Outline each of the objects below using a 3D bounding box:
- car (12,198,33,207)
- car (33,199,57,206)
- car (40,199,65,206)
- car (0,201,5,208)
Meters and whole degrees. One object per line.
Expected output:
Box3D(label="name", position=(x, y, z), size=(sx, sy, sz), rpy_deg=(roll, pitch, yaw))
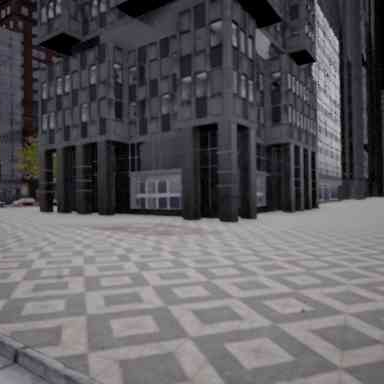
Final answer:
Box3D(label="car", position=(-30.767, 1.897, 60.975), size=(1.967, 1.590, 4.097), rpy_deg=(-1, 0, 35))
Box3D(label="car", position=(-23.755, 1.858, 56.126), size=(1.947, 1.339, 4.313), rpy_deg=(-1, -1, 35))
Box3D(label="car", position=(-27.560, 2.026, 65.614), size=(1.802, 1.307, 4.206), rpy_deg=(-1, -1, 35))
Box3D(label="car", position=(-33.969, 2.055, 56.334), size=(1.802, 1.307, 4.206), rpy_deg=(-1, 0, 35))
